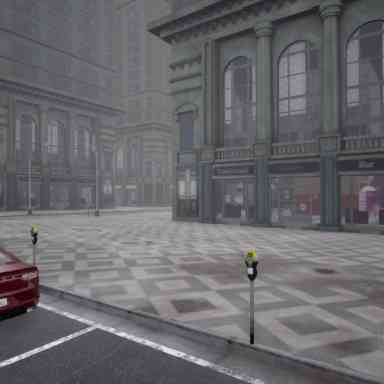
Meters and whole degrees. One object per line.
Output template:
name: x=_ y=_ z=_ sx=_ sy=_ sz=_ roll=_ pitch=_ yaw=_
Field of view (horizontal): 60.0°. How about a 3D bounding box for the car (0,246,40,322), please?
car: x=-4.713 y=1.546 z=6.316 sx=4.507 sy=1.381 sz=1.887 roll=0 pitch=0 yaw=35
